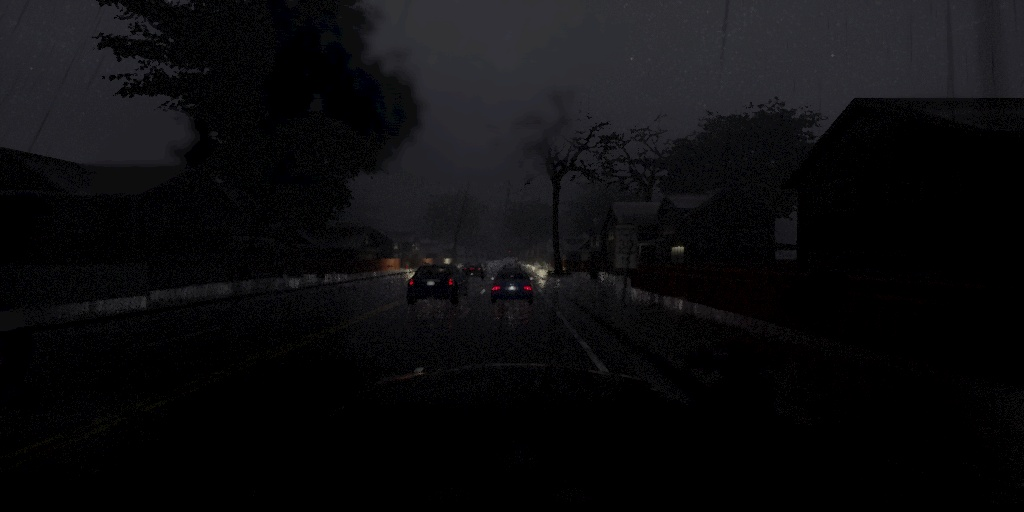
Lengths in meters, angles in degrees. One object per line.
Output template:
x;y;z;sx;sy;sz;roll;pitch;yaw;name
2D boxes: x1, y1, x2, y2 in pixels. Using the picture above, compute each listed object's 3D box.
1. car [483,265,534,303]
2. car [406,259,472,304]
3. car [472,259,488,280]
0.000;1.312;16.500;2.033;1.411;5.357;0;0;0;car
-3.250;1.115;16.470;2.097;1.767;4.553;0;0;0;car
-3.250;1.257;31.501;2.128;1.511;4.902;0;0;0;car
